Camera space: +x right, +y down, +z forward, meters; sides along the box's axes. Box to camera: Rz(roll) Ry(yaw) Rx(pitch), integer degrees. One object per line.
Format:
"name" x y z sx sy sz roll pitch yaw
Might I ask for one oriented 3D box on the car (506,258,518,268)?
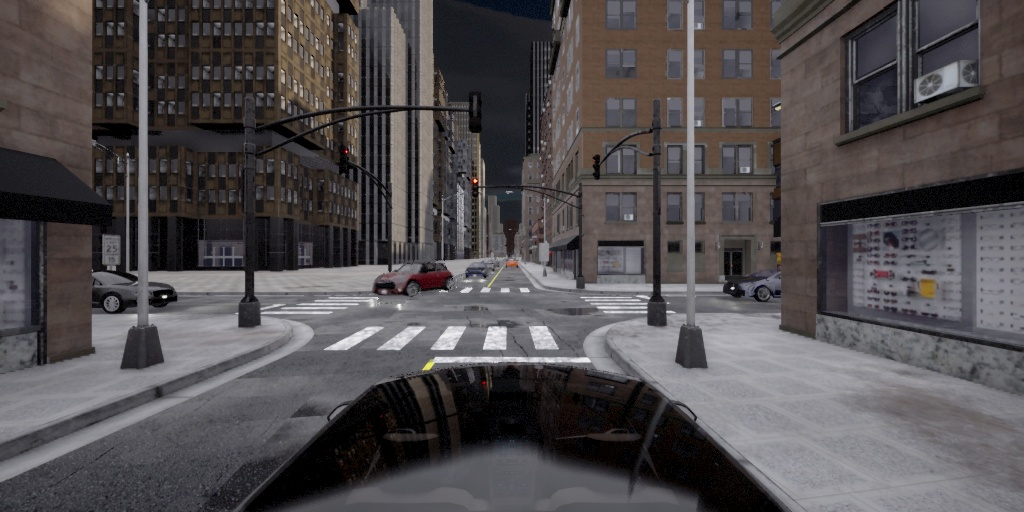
"car" -0.015 1.101 61.649 2.097 1.767 4.553 0 0 0

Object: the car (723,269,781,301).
"car" 12.222 1.313 16.654 4.181 1.385 1.994 0 0 -1

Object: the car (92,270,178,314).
"car" -15.257 1.259 13.222 4.892 1.490 1.837 0 0 0

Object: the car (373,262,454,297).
"car" -5.060 1.105 18.967 2.097 1.767 4.553 0 0 26

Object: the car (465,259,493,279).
"car" -3.161 1.298 33.170 2.033 1.411 5.357 0 0 0

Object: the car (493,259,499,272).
"car" -3.177 1.243 46.307 2.128 1.511 4.902 0 0 0
